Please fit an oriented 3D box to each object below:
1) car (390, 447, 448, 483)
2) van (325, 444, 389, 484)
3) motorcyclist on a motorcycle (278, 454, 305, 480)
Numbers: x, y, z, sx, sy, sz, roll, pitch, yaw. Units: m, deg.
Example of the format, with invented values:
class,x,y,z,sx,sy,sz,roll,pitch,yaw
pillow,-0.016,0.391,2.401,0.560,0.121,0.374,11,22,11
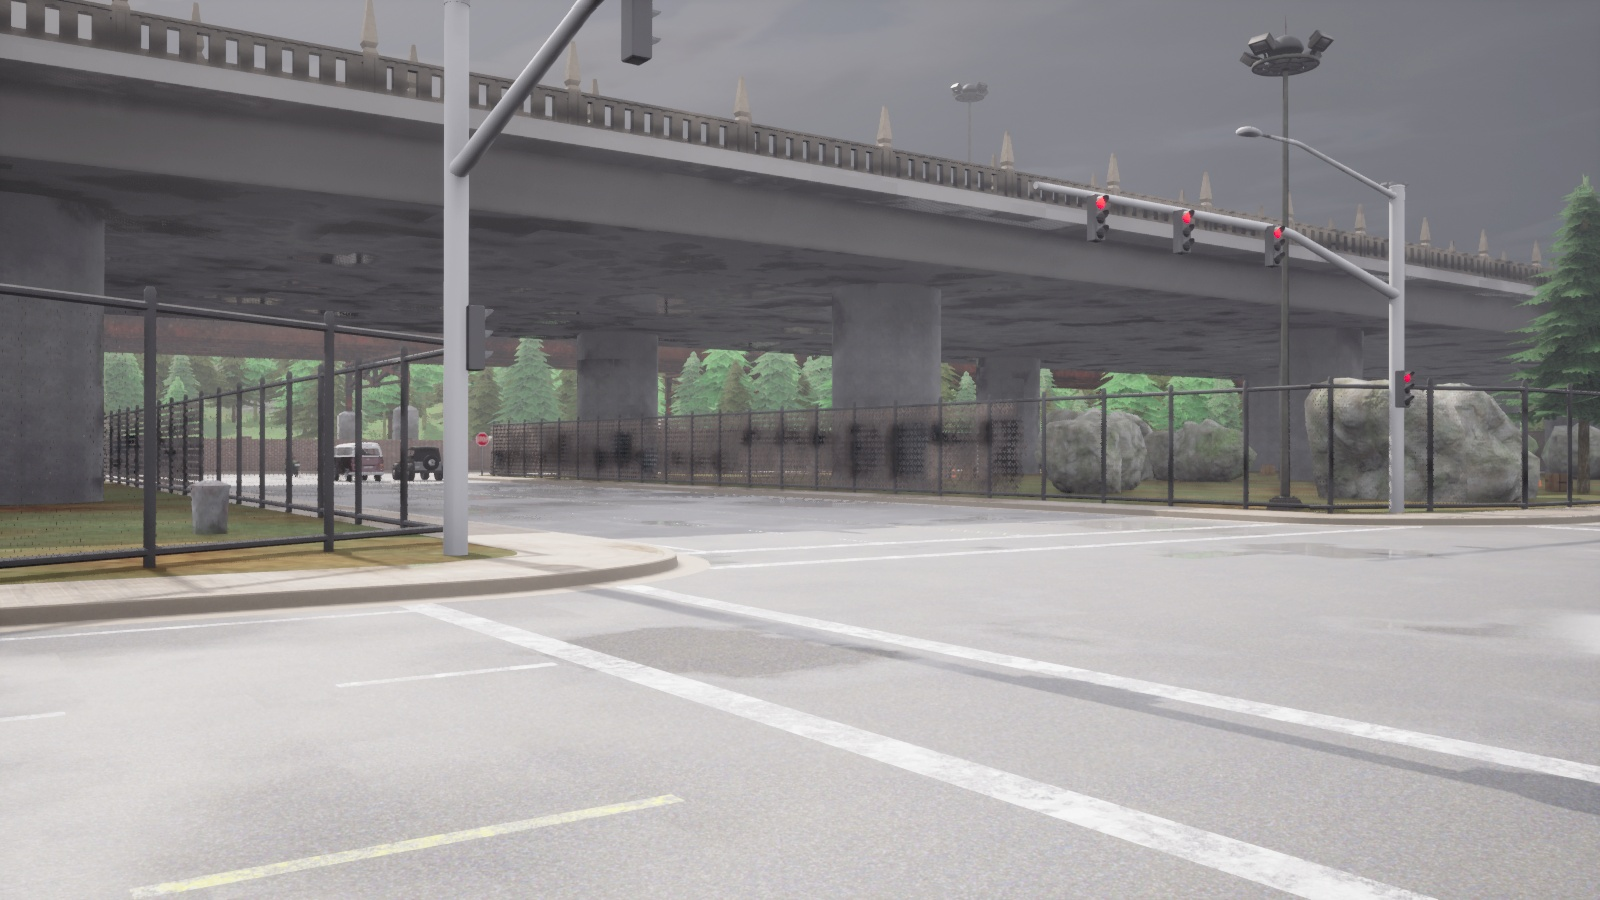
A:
class,x,y,z,sx,sy,sz,roll,pitch,yaw
car,-20.874,0.809,68.727,1.905,1.878,3.866,0,0,-35
van,-23.430,0.734,66.273,2.069,2.038,4.480,0,0,-35
motorcyclist on a motorcycle,-31.088,1.036,76.741,0.797,1.523,2.044,-2,1,-43
